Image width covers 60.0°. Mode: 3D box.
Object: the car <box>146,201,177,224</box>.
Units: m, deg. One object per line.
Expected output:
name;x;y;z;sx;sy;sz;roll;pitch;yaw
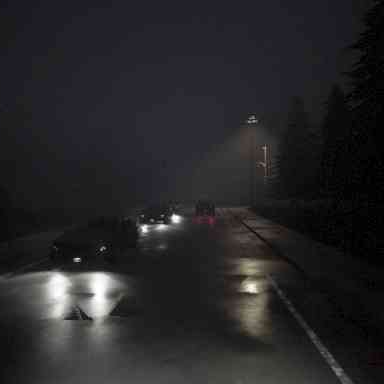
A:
car;-2.601;1.548;25.318;2.033;1.411;5.357;0;0;2

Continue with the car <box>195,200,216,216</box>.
car;1.290;1.491;32.588;2.128;1.511;4.902;0;0;2

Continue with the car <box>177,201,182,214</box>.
car;-2.222;1.601;35.712;1.895;1.301;4.718;0;0;3

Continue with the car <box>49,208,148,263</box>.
car;-3.200;1.548;12.237;2.033;1.411;5.357;0;0;2
